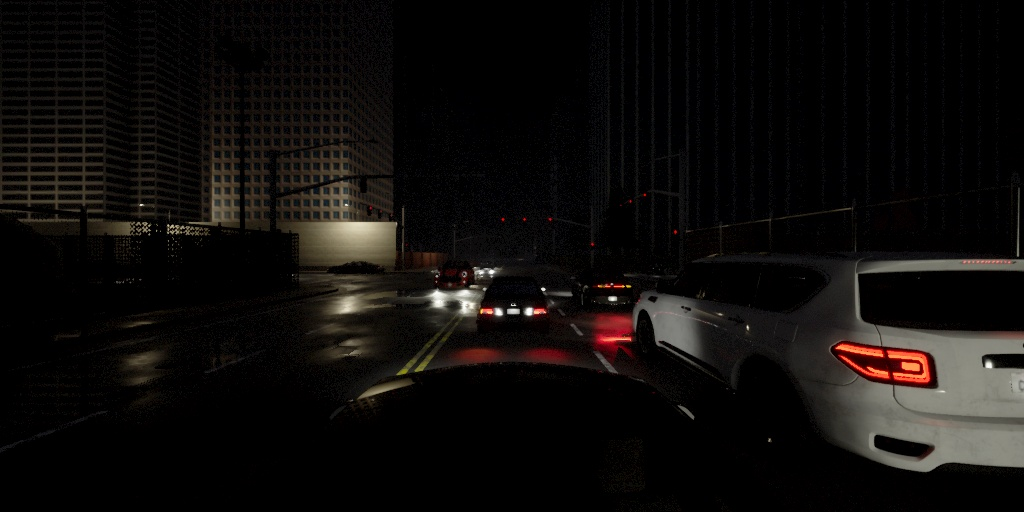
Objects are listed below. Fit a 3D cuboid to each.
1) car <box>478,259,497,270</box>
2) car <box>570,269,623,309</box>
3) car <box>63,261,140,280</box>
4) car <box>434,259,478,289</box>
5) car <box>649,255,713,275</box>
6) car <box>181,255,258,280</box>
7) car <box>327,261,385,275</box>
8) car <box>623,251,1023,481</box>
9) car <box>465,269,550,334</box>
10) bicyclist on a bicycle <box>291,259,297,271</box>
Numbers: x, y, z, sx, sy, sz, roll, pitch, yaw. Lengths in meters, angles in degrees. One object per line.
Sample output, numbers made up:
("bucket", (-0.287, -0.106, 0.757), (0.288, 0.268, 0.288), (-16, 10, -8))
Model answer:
("car", (-3.601, 1.351, 52.971), (1.895, 1.301, 4.718), (0, 0, 0))
("car", (3.636, 1.255, 15.026), (1.837, 1.490, 4.892), (0, 0, 2))
("car", (-33.895, 1.199, 29.791), (4.892, 1.490, 1.837), (0, 0, 0))
("car", (-3.601, 1.072, 23.051), (2.097, 1.767, 4.553), (0, 0, 0))
("car", (17.307, 0.917, 36.883), (5.566, 2.045, 2.150), (0, 0, 0))
("car", (-24.085, 0.916, 29.768), (5.566, 2.045, 2.150), (0, 0, 0))
("car", (-15.884, 1.240, 36.646), (5.357, 1.411, 2.033), (0, 0, 2))
("car", (3.601, 0.971, 5.166), (2.150, 2.045, 5.566), (0, 0, 0))
("car", (0.055, 1.297, 10.600), (2.033, 1.411, 5.357), (0, 0, 1))
("bicyclist on a bicycle", (-25.578, 0.995, 41.753), (0.582, 1.620, 1.656), (0, 0, 0))
